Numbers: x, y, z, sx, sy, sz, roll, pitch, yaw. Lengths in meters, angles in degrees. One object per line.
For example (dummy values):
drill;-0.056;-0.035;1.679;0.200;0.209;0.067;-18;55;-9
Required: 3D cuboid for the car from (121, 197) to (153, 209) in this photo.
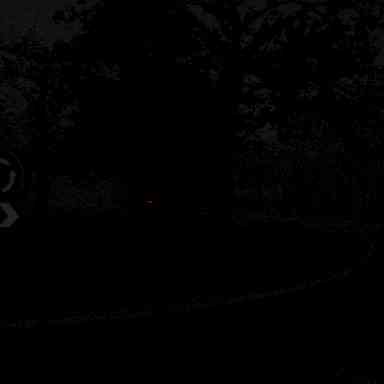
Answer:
car;-7.462;1.463;44.924;4.902;1.511;2.128;1;0;35
